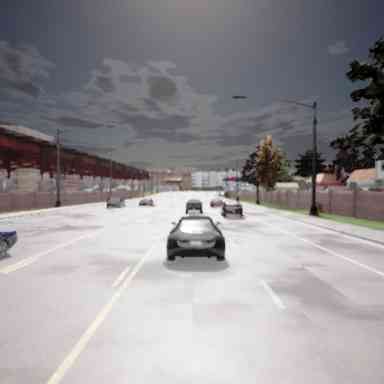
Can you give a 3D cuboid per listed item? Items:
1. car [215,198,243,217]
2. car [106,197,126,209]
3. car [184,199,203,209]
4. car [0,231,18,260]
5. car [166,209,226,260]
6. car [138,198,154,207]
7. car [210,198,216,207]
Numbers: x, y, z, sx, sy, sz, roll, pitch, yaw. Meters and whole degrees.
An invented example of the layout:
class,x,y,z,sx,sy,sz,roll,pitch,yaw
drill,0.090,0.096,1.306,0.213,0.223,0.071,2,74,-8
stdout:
class,x,y,z,sx,sy,sz,roll,pitch,yaw
car,3.704,1.524,31.654,2.128,1.511,4.902,0,0,0
car,-10.412,1.460,45.707,1.837,1.490,4.892,0,0,1
car,0.225,1.521,37.345,1.837,1.490,4.892,0,0,0
car,-7.074,1.563,9.497,1.895,1.301,4.718,0,0,0
car,0.137,1.570,12.413,1.994,1.385,4.181,0,0,0
car,-6.877,1.543,50.634,1.994,1.385,4.181,0,0,1
car,3.772,1.607,50.793,1.994,1.385,4.181,0,0,0
